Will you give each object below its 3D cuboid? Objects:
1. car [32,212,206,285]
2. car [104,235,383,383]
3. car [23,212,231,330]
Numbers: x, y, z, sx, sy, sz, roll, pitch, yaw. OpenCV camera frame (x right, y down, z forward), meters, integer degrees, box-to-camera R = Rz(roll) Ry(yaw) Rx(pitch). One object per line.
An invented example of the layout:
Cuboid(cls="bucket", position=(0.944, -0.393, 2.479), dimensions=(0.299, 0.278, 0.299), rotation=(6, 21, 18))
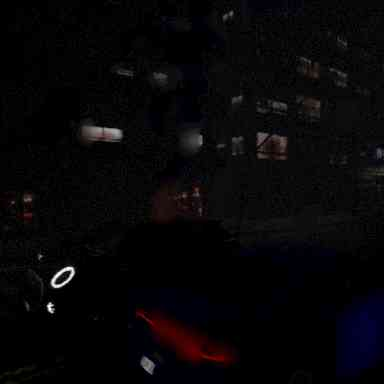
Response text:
Cuboid(cls="car", position=(-2.074, 1.496, 10.234), dimensions=(4.892, 1.490, 1.837), rotation=(0, 0, -36))
Cuboid(cls="car", position=(1.582, 1.469, 4.603), dimensions=(5.008, 1.535, 1.882), rotation=(0, 0, -36))
Cuboid(cls="car", position=(-0.992, 1.345, 7.010), dimensions=(4.553, 1.767, 2.097), rotation=(0, 0, -36))
